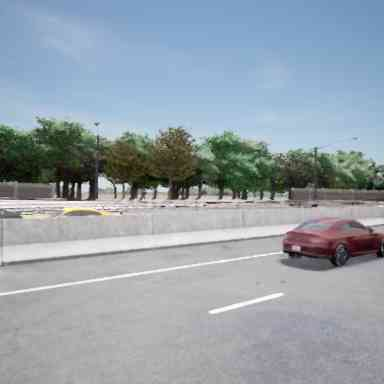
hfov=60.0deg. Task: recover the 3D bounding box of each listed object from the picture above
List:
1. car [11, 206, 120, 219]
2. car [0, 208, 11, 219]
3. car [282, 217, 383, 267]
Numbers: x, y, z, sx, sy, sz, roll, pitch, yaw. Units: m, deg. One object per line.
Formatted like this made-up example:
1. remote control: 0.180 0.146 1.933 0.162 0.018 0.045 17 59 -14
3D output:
1. car: -6.094 1.511 16.836 5.008 1.535 1.882 0 0 -35
2. car: -11.479 1.495 17.298 4.902 1.511 2.128 0 0 -35
3. car: 5.121 1.605 11.711 4.674 1.442 1.812 1 0 -36
